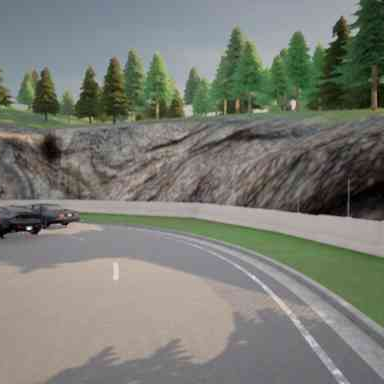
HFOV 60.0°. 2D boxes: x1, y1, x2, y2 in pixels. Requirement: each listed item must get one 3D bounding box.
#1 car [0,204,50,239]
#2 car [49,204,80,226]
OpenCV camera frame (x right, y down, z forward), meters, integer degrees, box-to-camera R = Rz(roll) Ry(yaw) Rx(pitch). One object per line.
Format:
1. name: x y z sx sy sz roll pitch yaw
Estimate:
1. car: -9.615 1.425 16.955 4.892 1.490 1.837 0 -2 35
2. car: -9.678 1.448 21.018 5.357 1.411 2.033 0 0 23
